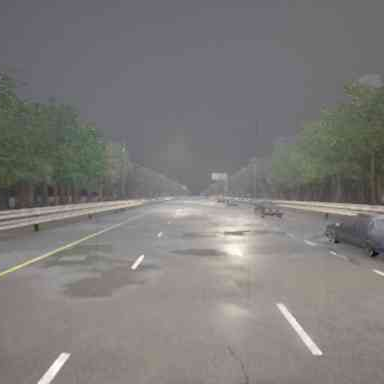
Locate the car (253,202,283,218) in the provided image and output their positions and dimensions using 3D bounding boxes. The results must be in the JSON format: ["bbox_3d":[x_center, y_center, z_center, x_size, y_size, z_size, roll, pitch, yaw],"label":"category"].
[{"bbox_3d":[7.055,1.681,31.130,2.033,1.411,5.357,0,0,0],"label":"car"}]

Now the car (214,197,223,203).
[{"bbox_3d":[7.389,1.969,83.704,2.097,1.767,4.553,0,-1,1],"label":"car"}]

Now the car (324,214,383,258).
[{"bbox_3d":[7.010,1.572,12.876,2.033,1.411,5.357,0,0,0],"label":"car"}]

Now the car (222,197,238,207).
[{"bbox_3d":[7.205,1.942,60.721,2.033,1.411,5.357,0,-1,0],"label":"car"}]
